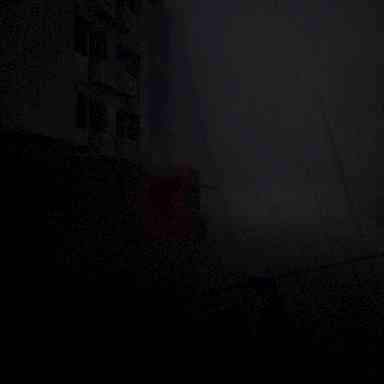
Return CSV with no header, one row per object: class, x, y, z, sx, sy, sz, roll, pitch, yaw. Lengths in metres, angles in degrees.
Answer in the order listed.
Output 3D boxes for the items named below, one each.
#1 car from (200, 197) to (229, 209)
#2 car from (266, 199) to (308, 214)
car,2.970,1.478,45.124,1.882,1.535,5.008,0,0,-36
car,9.984,1.526,35.329,1.812,1.442,4.674,0,0,-36
